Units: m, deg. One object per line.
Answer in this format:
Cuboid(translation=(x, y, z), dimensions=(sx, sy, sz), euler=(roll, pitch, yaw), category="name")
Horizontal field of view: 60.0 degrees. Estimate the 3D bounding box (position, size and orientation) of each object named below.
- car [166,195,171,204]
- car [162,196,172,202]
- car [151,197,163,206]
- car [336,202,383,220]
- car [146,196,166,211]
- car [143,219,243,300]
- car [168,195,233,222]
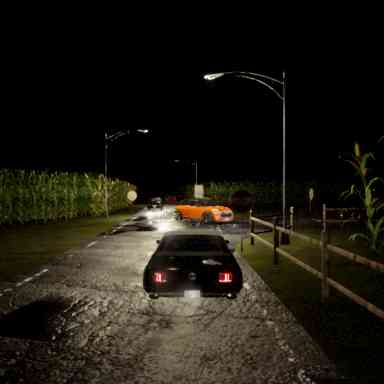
Cuboid(translation=(-4.260, 1.419, 66.767), dimensions=(2.097, 1.767, 4.553), euler=(0, 0, -8), category="car")
Cuboid(translation=(-5.951, 1.645, 78.385), dimensions=(1.994, 1.385, 4.181), euler=(0, 0, -9), category="car")
Cuboid(translation=(-6.101, 1.599, 57.793), dimensions=(2.033, 1.411, 5.357), euler=(0, 0, -6), category="car")
Cuboid(translation=(13.123, 1.370, 24.203), dimensions=(4.718, 1.301, 1.895), euler=(-1, 0, 3), category="car")
Cuboid(translation=(-4.538, 1.518, 40.993), dimensions=(2.128, 1.511, 4.902), euler=(0, 0, -5), category="car")
Cuboid(translation=(0.019, 1.601, 8.368), dimensions=(1.895, 1.301, 4.718), euler=(0, 0, 0), category="car")
Cuboid(translation=(0.776, 1.306, 24.359), dimensions=(4.553, 1.767, 2.097), euler=(0, 0, 44), category="car")
